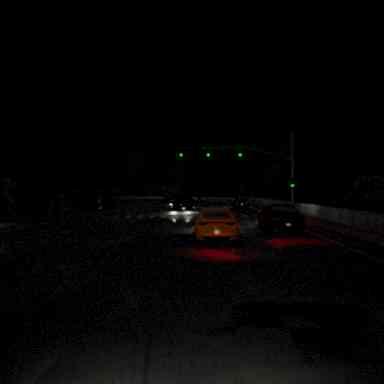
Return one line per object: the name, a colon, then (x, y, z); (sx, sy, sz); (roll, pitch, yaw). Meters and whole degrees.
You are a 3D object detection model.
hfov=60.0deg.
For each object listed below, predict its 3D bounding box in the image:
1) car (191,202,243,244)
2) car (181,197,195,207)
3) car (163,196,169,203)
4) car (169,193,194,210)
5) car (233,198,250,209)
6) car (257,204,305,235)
car: (1.145, 1.461, 15.881); (1.882, 1.535, 5.008); (-1, 0, 3)
car: (-0.668, 1.471, 51.901); (2.033, 1.411, 5.357); (0, 0, -1)
car: (-3.940, 1.402, 63.859); (1.882, 1.535, 5.008); (0, 0, -25)
car: (-1.075, 1.164, 41.221); (2.150, 2.045, 5.566); (0, 0, 4)
car: (6.160, 1.462, 42.321); (1.994, 1.385, 4.181); (0, 0, 3)
car: (4.803, 1.425, 18.553); (1.882, 1.535, 5.008); (-1, 0, 3)
